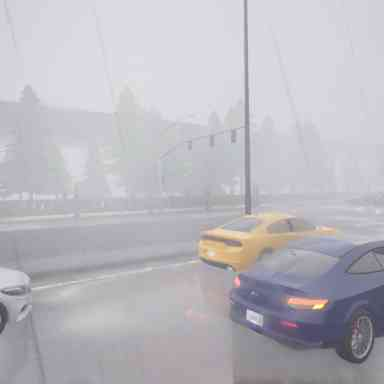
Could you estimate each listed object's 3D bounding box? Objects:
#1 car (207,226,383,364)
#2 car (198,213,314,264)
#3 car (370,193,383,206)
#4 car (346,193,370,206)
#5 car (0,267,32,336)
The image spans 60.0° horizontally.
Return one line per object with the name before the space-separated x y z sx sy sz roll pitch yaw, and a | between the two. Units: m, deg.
car | 2.707 1.458 5.720 4.674 1.442 1.812 -1 1 -35
car | 2.516 1.373 9.869 5.008 1.535 1.882 -1 1 -35
car | 22.424 0.698 37.170 4.553 1.767 2.097 -1 1 -35
car | 20.564 0.821 40.143 5.008 1.535 1.882 -1 1 -35
car | -4.811 1.523 4.622 4.674 1.442 1.812 1 0 -36
